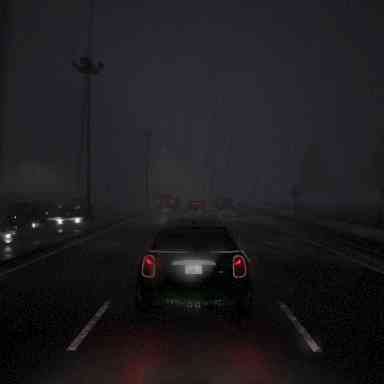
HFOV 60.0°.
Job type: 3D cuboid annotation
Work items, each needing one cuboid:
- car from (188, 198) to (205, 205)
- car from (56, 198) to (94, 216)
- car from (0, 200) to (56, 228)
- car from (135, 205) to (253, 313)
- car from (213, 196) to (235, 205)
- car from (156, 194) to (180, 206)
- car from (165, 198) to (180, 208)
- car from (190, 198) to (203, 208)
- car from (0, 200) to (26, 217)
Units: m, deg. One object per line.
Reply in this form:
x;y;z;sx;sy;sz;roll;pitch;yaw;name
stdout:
0.506;1.491;40.206;2.128;1.511;4.902;0;0;1;car
-11.116;1.352;32.051;2.097;1.767;4.553;0;0;1;car
-11.252;1.492;21.915;2.128;1.511;4.902;0;0;1;car
0.060;1.352;7.812;2.097;1.767;4.553;0;0;1;car
4.006;1.352;40.178;2.097;1.767;4.553;0;0;1;car
-3.011;1.221;39.594;2.150;2.045;5.566;0;0;1;car
-2.883;1.564;50.185;1.994;1.385;4.181;0;0;1;car
0.629;1.601;50.548;1.895;1.301;4.718;0;0;1;car
-18.116;1.526;32.114;1.812;1.442;4.674;0;0;1;car
